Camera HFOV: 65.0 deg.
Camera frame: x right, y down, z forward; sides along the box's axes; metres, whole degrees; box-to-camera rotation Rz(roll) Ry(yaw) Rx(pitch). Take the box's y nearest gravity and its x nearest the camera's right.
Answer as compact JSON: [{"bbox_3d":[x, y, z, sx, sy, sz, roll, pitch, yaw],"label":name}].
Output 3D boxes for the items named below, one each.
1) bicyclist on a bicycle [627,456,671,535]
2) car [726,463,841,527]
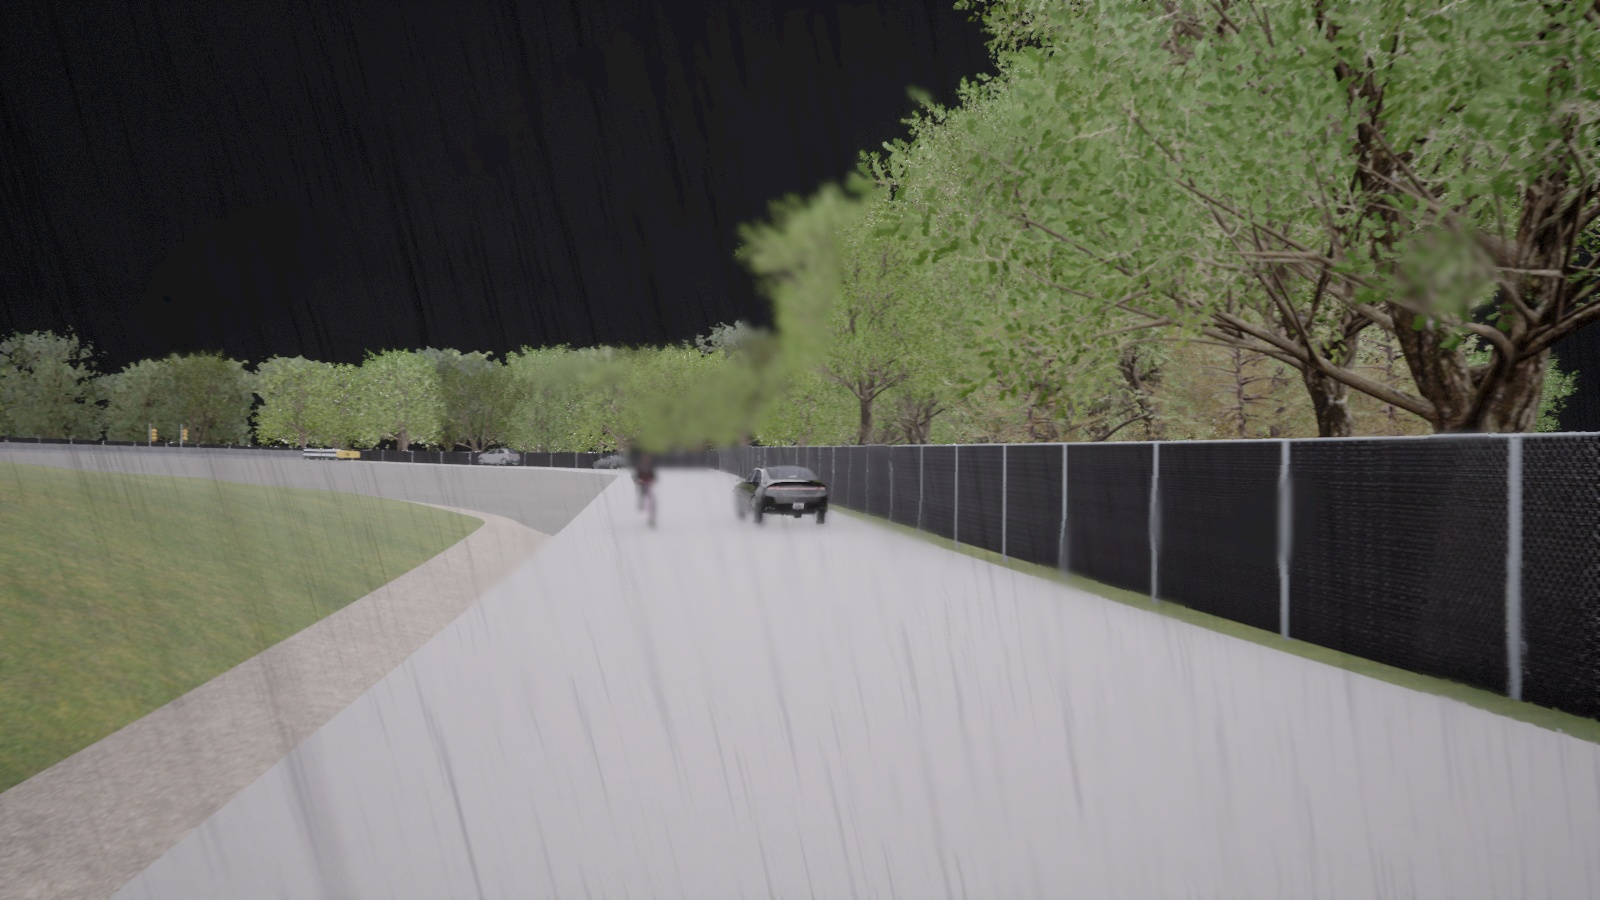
[{"bbox_3d":[-3.565,1.037,29.519,0.659,1.776,1.843,-1,0,-19],"label":"bicyclist on a bicycle"},{"bbox_3d":[-0.539,1.121,33.251,2.128,1.511,4.902,0,0,-12],"label":"car"}]
